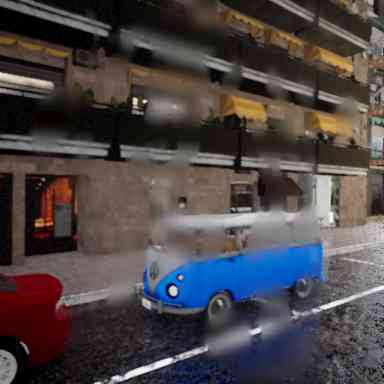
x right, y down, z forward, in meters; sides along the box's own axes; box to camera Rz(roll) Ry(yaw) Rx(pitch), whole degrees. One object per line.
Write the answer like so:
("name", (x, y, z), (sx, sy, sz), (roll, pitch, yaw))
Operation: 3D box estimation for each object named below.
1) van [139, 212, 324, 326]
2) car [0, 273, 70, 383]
("van", (0.959, 1.342, 6.772), (3.998, 1.788, 1.690), (0, 1, -35))
("car", (-3.674, 1.545, 3.471), (4.507, 1.381, 1.887), (0, 1, -35))
